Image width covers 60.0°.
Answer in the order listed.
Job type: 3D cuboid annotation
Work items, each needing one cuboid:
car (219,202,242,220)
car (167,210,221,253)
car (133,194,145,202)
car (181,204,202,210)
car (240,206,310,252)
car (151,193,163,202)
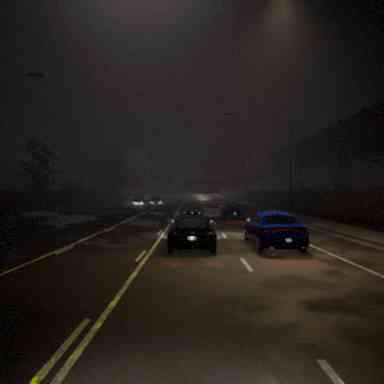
[{"bbox_3d":[3.501,1.585,29.463,1.882,1.535,5.008,0,1,0],"label":"car"},{"bbox_3d":[0.002,1.684,14.283,1.994,1.385,4.181,0,0,0],"label":"car"},{"bbox_3d":[-10.522,1.167,66.466,2.128,1.511,4.902,0,1,0],"label":"car"},{"bbox_3d":[-0.005,1.710,29.100,1.895,1.301,4.718,0,0,0],"label":"car"},{"bbox_3d":[3.505,1.598,14.495,1.882,1.535,5.008,0,0,0],"label":"car"},{"bbox_3d":[-7.022,1.013,66.501,2.097,1.767,4.553,0,1,0],"label":"car"}]
